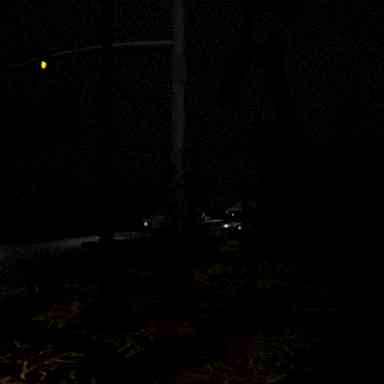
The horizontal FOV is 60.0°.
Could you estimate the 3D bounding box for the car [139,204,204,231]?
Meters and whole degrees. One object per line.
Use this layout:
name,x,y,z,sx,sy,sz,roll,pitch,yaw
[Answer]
car,-1.123,1.492,20.275,2.128,1.511,4.902,0,0,35

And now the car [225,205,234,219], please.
car,4.570,1.526,28.332,1.812,1.442,4.674,0,0,35
